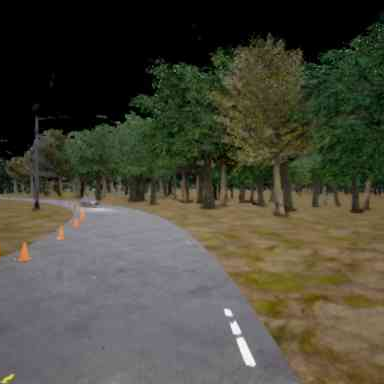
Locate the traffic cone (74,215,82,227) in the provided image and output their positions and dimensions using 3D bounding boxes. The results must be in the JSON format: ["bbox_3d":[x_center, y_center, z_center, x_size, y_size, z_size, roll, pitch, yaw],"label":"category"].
[{"bbox_3d":[-7.123,1.865,20.482,0.340,0.580,0.340,0,0,-13],"label":"traffic cone"}]

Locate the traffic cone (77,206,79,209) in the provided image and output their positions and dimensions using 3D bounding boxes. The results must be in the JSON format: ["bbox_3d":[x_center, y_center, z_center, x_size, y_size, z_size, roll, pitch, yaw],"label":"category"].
[{"bbox_3d":[-11.421,1.769,34.396,0.340,0.580,0.340,0,1,-22],"label":"traffic cone"}]

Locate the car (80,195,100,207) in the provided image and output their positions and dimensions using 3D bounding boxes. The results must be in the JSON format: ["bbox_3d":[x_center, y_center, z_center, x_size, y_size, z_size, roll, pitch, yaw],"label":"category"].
[{"bbox_3d":[-13.541,1.217,44.049,2.128,1.511,4.902,0,0,-28],"label":"car"}]

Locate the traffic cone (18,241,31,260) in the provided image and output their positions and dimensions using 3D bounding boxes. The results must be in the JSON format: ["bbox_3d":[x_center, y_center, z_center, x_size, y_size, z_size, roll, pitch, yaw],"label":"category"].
[{"bbox_3d":[-5.486,1.914,10.907,0.340,0.580,0.340,0,0,-7],"label":"traffic cone"}]

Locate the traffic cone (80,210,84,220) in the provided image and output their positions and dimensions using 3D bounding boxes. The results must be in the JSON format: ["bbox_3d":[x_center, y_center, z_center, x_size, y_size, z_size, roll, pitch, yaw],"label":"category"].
[{"bbox_3d":[-8.313,1.837,25.193,0.340,0.580,0.340,0,0,-16],"label":"traffic cone"}]

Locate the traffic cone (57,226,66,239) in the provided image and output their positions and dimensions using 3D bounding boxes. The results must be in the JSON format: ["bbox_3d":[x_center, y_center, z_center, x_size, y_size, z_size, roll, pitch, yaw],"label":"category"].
[{"bbox_3d":[-6.179,1.889,15.716,0.340,0.580,0.340,0,0,-10],"label":"traffic cone"}]
